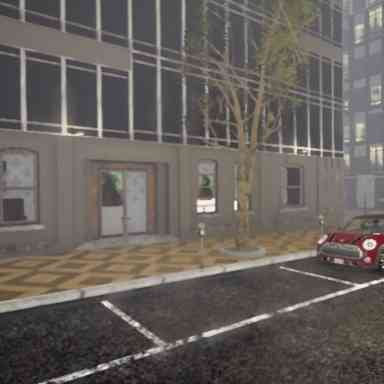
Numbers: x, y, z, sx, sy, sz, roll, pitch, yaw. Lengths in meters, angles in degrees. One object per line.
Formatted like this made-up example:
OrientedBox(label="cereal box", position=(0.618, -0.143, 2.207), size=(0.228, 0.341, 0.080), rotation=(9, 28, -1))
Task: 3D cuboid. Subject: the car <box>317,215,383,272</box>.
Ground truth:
OrientedBox(label="car", position=(5.853, 1.476, 10.749), size=(4.097, 1.590, 1.967), rotation=(0, -1, -35))
